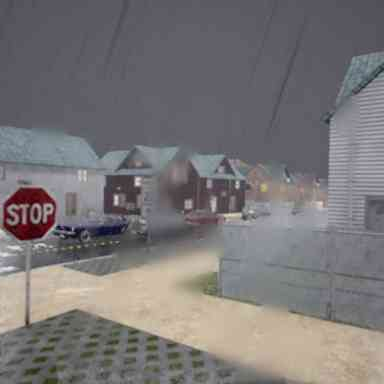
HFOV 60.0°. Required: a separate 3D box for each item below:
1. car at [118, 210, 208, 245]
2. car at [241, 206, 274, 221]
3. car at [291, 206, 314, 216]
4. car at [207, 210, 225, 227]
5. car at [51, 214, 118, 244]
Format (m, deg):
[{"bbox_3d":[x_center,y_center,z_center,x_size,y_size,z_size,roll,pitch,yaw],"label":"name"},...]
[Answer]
[{"bbox_3d":[-1.374,1.876,17.794,1.812,1.442,4.674,2,0,38],"label":"car"},{"bbox_3d":[6.715,2.176,33.506,1.837,1.490,4.892,2,0,36],"label":"car"},{"bbox_3d":[14.869,2.544,44.458,1.994,1.385,4.181,2,0,37],"label":"car"},{"bbox_3d":[0.517,2.040,25.104,1.895,1.301,4.718,2,0,36],"label":"car"},{"bbox_3d":[-4.913,1.840,17.700,1.895,1.301,4.718,2,0,36],"label":"car"}]
